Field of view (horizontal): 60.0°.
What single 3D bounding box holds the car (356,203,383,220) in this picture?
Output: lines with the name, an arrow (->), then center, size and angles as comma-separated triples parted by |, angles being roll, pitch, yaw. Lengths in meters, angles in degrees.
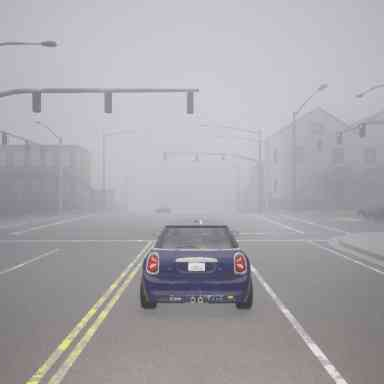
car -> 16.640, 1.547, 27.622 | 5.357, 1.411, 2.033 | 0, 0, -1

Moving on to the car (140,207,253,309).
car -> 0.096, 1.352, 8.044 | 2.097, 1.767, 4.553 | 0, 0, 0

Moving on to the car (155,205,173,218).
car -> -3.539, 2.570, 42.529 | 1.895, 1.301, 4.718 | 0, -8, 0
